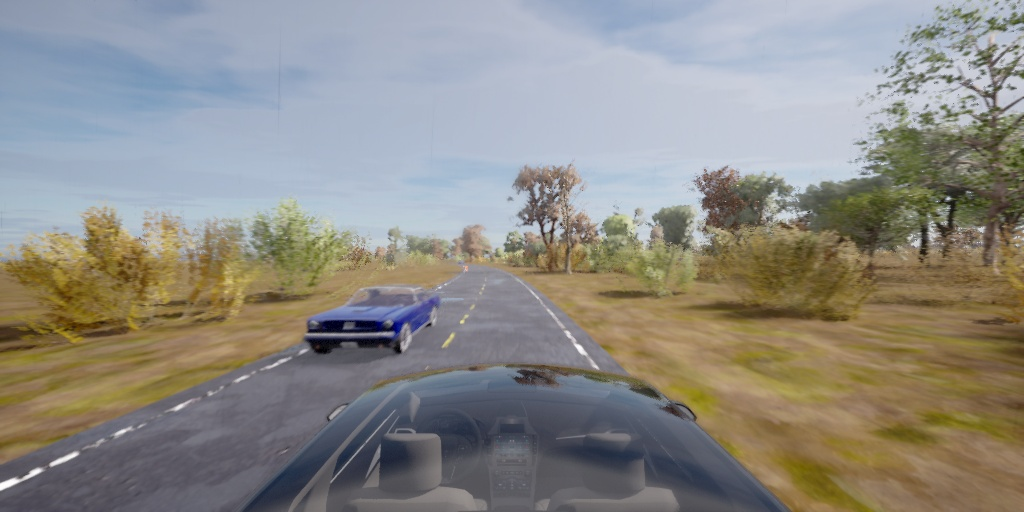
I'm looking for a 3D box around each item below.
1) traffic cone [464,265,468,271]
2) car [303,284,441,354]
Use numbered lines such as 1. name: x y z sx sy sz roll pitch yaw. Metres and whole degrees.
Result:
1. traffic cone: -7.123 2.132 56.569 0.340 0.580 0.340 0 0 -6
2. car: -3.148 1.416 9.086 1.895 1.301 4.718 0 0 -1
